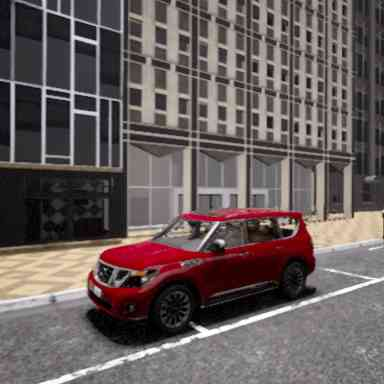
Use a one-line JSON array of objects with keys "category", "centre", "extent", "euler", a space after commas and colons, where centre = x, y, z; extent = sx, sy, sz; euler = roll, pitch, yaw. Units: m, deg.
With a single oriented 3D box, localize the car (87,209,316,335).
[{"category": "car", "centre": [0.505, 1.316, 6.911], "extent": [5.009, 1.841, 2.192], "euler": [0, 0, -35]}]
